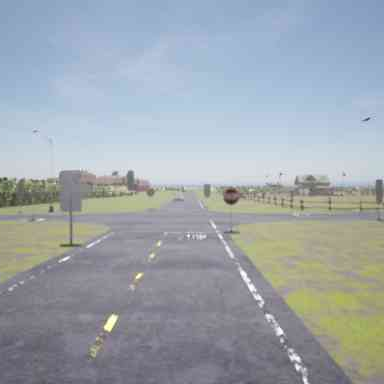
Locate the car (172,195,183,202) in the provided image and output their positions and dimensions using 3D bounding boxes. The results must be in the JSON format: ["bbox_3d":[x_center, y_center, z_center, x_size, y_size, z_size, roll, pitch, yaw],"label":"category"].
[{"bbox_3d":[-2.740,1.185,63.995,1.895,1.301,4.718,0,1,0],"label":"car"}]
